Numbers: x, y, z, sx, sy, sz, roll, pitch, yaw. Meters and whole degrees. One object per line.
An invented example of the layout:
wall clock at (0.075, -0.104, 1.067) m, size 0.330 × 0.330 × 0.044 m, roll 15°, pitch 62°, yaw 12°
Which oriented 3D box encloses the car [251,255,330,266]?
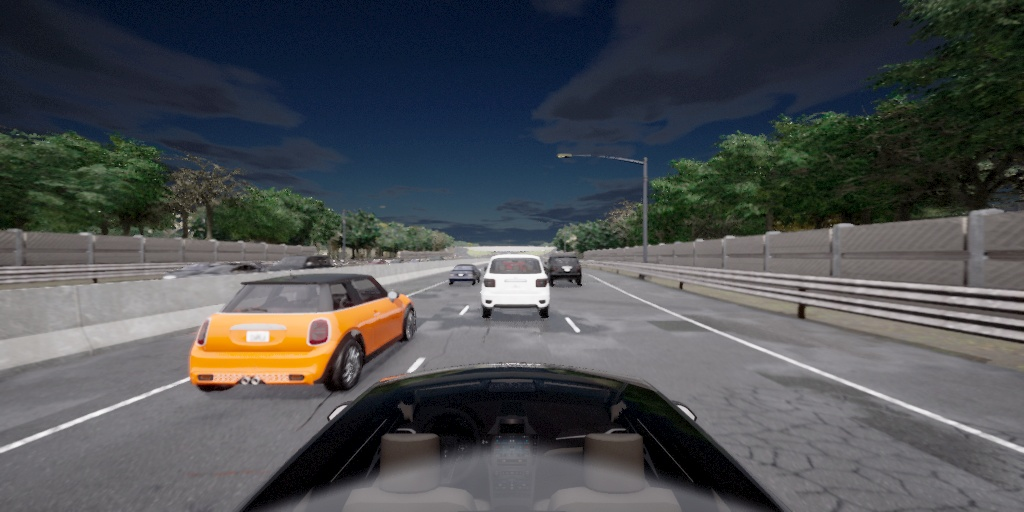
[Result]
car at (-14.053, 0.969, 23.800) m, size 2.150 × 2.045 × 5.566 m, roll 0°, pitch 0°, yaw 0°

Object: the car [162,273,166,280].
car at (-21.047, 1.239, 24.507) m, size 2.128 × 1.511 × 4.902 m, roll 0°, pitch 0°, yaw 0°

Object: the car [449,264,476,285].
car at (-3.343, 1.298, 26.074) m, size 2.033 × 1.411 × 5.357 m, roll 0°, pitch 0°, yaw 0°

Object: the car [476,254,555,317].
car at (0.112, 0.971, 13.277) m, size 2.150 × 2.045 × 5.566 m, roll 0°, pitch 0°, yaw 0°

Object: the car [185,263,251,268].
car at (-17.558, 1.252, 22.252) m, size 1.837 × 1.490 × 4.892 m, roll 0°, pitch 0°, yaw 0°

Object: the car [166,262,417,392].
car at (-3.396, 1.100, 6.918) m, size 2.097 × 1.767 × 4.553 m, roll 0°, pitch 0°, yaw 0°

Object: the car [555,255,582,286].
car at (3.552, 0.972, 25.659) m, size 2.150 × 2.045 × 5.566 m, roll 0°, pitch 0°, yaw 0°
